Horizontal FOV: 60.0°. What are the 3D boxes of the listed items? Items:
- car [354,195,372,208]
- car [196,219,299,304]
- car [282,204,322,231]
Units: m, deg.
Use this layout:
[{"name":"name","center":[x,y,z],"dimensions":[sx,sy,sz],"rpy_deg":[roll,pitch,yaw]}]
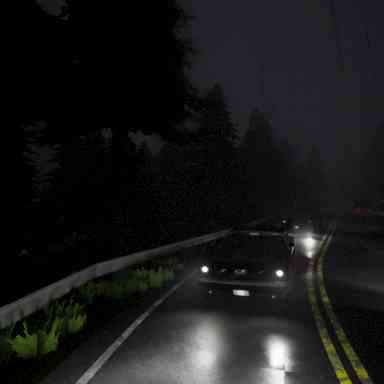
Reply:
[{"name":"car","center":[20.704,1.057,40.214],"dimensions":[2.128,1.511,4.902],"rpy_deg":[-2,0,28]},{"name":"car","center":[1.609,1.599,8.428],"dimensions":[1.895,1.301,4.718],"rpy_deg":[-1,0,18]},{"name":"car","center":[6.712,1.460,20.060],"dimensions":[2.033,1.411,5.357],"rpy_deg":[-2,0,26]}]
